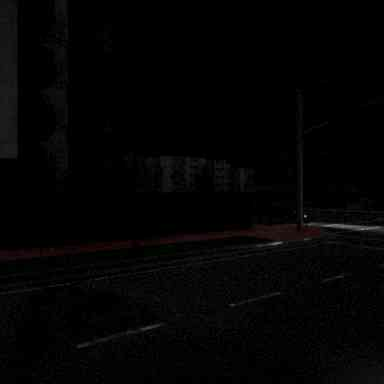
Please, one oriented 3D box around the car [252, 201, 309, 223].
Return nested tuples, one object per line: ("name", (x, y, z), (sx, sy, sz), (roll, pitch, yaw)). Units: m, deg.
("car", (6.746, 1.491, 26.051), (2.128, 1.511, 4.902), (0, 0, -36))
